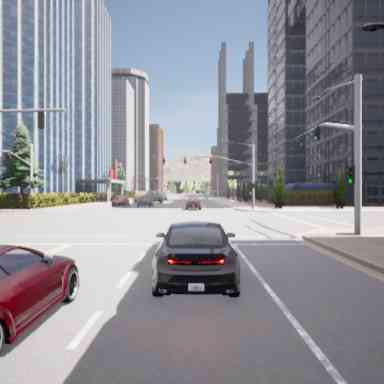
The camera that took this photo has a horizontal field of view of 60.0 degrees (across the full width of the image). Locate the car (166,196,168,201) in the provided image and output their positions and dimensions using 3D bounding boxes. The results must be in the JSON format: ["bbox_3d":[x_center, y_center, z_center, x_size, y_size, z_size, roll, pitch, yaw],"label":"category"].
[{"bbox_3d":[-6.834,1.441,79.826,1.812,1.442,4.674,0,0,0],"label":"car"}]

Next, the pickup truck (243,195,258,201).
[{"bbox_3d":[13.272,0.993,72.746,2.390,2.098,6.274,0,0,31],"label":"pickup truck"}]

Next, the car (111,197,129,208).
[{"bbox_3d":[-10.482,1.434,48.878,1.882,1.535,5.008,0,1,0],"label":"car"}]

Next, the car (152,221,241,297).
[{"bbox_3d":[0.095,1.497,8.523,1.837,1.490,4.892,0,0,0],"label":"car"}]

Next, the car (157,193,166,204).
[{"bbox_3d":[-6.901,1.162,64.930,2.150,2.045,5.566,0,0,1],"label":"car"}]

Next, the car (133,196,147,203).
[{"bbox_3d":[-10.376,1.504,66.278,1.994,1.385,4.181,0,0,1],"label":"car"}]

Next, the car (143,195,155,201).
[{"bbox_3d":[-10.333,1.440,80.250,2.128,1.511,4.902,0,0,0],"label":"car"}]

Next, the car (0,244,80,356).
[{"bbox_3d":[-3.427,1.559,5.565,1.994,1.385,4.181,0,0,1],"label":"car"}]

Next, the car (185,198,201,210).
[{"bbox_3d":[0.175,1.486,43.201,1.812,1.442,4.674,0,0,0],"label":"car"}]

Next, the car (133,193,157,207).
[{"bbox_3d":[-6.980,1.310,49.676,2.097,1.767,4.553,0,0,0],"label":"car"}]
